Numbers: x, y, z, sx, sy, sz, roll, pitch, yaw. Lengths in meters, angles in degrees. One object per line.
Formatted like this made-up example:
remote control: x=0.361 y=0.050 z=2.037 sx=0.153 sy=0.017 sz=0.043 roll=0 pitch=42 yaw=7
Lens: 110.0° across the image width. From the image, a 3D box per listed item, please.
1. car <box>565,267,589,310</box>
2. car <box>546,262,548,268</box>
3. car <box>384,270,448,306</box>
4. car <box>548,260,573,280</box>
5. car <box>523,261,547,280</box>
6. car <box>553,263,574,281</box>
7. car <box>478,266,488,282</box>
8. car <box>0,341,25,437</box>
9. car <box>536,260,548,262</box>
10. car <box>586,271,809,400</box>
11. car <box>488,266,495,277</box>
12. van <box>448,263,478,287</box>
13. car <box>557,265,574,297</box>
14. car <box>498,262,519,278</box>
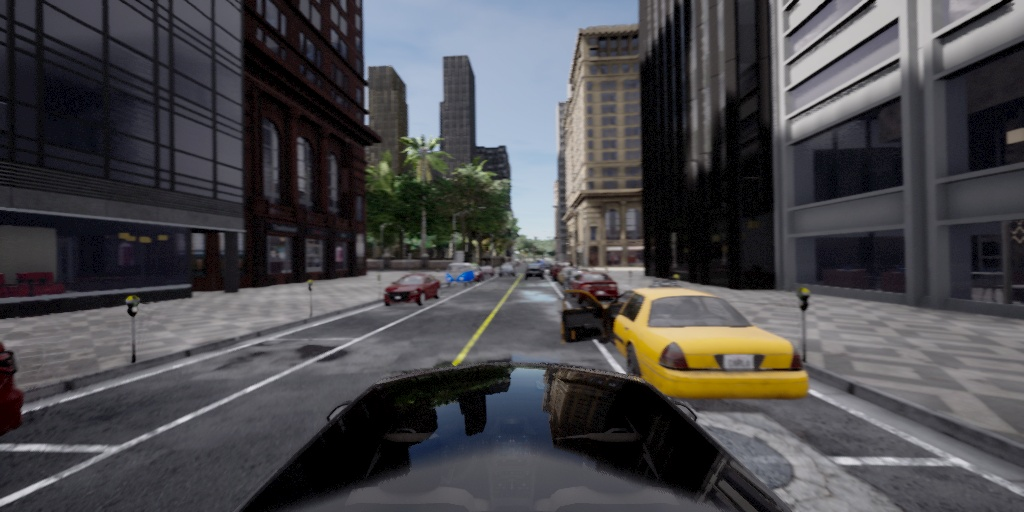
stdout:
car: x=3.797 y=1.400 z=16.996 sx=1.888 sy=1.381 sz=4.507 roll=0 pitch=0 yaw=3
car: x=5.430 y=1.694 z=44.072 sx=1.948 sy=1.339 sz=4.313 roll=0 pitch=0 yaw=3
car: x=-4.710 y=1.553 z=17.520 sx=1.888 sy=1.381 sz=4.507 roll=0 pitch=0 yaw=3
car: x=4.777 y=1.335 z=33.241 sx=2.192 sy=1.841 sz=5.009 roll=0 pitch=0 yaw=3
car: x=2.266 y=1.605 z=36.462 sx=1.837 sy=1.490 sz=4.892 roll=-1 pitch=0 yaw=3
car: x=4.461 y=1.491 z=27.996 sx=1.751 sy=1.417 sz=4.829 roll=0 pitch=0 yaw=3
car: x=-3.731 y=1.614 z=33.768 sx=1.967 sy=1.591 sz=4.097 roll=0 pitch=0 yaw=3
car: x=-5.689 y=1.159 z=1.273 sx=2.192 sy=1.841 sz=5.009 roll=0 pitch=0 yaw=3
car: x=3.487 y=1.694 z=48.724 sx=1.882 sy=1.535 sz=5.008 roll=-1 pitch=-1 yaw=12
car: x=2.748 y=1.213 z=6.664 sx=1.801 sy=1.575 sz=5.366 roll=-1 pitch=-1 yaw=3
car: x=-3.078 y=1.864 z=44.601 sx=1.802 sy=1.307 sz=4.207 roll=0 pitch=0 yaw=3
van: x=-4.057 y=1.460 z=28.352 sx=1.690 sy=1.789 sz=3.998 roll=0 pitch=0 yaw=3
car: x=4.124 y=1.460 z=22.411 sx=2.007 sy=1.370 sz=4.403 roll=0 pitch=0 yaw=3
car: x=-0.509 y=1.735 z=42.049 sx=1.812 sy=1.442 sz=4.674 roll=-1 pitch=-1 yaw=4
